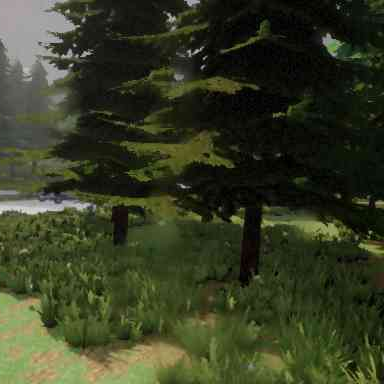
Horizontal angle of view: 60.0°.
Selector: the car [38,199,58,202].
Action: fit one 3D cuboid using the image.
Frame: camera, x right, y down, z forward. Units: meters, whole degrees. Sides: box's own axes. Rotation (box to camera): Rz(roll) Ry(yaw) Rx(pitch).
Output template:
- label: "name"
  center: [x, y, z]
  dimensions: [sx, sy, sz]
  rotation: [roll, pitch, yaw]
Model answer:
- label: "car"
  center: [-9.978, 0.076, 26.370]
  dimensions: [1.812, 1.442, 4.674]
  rotation: [5, 3, 24]
